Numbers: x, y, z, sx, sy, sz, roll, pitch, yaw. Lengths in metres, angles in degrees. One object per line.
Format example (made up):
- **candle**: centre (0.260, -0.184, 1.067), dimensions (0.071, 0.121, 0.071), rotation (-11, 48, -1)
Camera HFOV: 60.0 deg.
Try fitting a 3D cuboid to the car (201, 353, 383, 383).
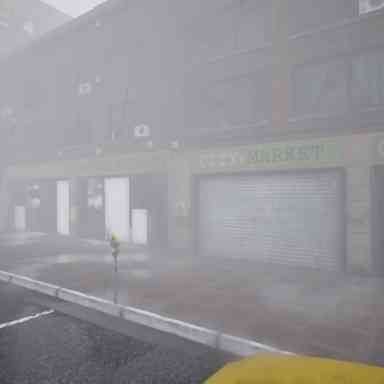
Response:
- **car**: centre (1.980, 1.525, 1.470), dimensions (4.829, 1.417, 1.752), rotation (0, 0, 36)
